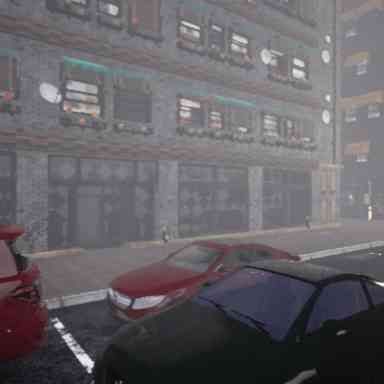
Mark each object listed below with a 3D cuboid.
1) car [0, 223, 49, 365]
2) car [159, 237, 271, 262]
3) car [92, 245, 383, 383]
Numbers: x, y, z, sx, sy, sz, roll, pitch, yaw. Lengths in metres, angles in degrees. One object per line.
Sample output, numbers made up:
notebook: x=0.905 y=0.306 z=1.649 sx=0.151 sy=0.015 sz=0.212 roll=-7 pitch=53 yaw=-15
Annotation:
car: x=-4.071 y=1.314 z=3.194 sx=5.009 sy=1.841 sz=2.192 roll=0 pitch=0 yaw=-36
car: x=0.477 y=1.584 z=6.440 sx=4.206 sy=1.307 sz=1.802 roll=0 pitch=0 yaw=-36
car: x=1.055 y=1.566 z=3.807 sx=4.181 sy=1.385 sz=1.994 roll=0 pitch=0 yaw=-35
